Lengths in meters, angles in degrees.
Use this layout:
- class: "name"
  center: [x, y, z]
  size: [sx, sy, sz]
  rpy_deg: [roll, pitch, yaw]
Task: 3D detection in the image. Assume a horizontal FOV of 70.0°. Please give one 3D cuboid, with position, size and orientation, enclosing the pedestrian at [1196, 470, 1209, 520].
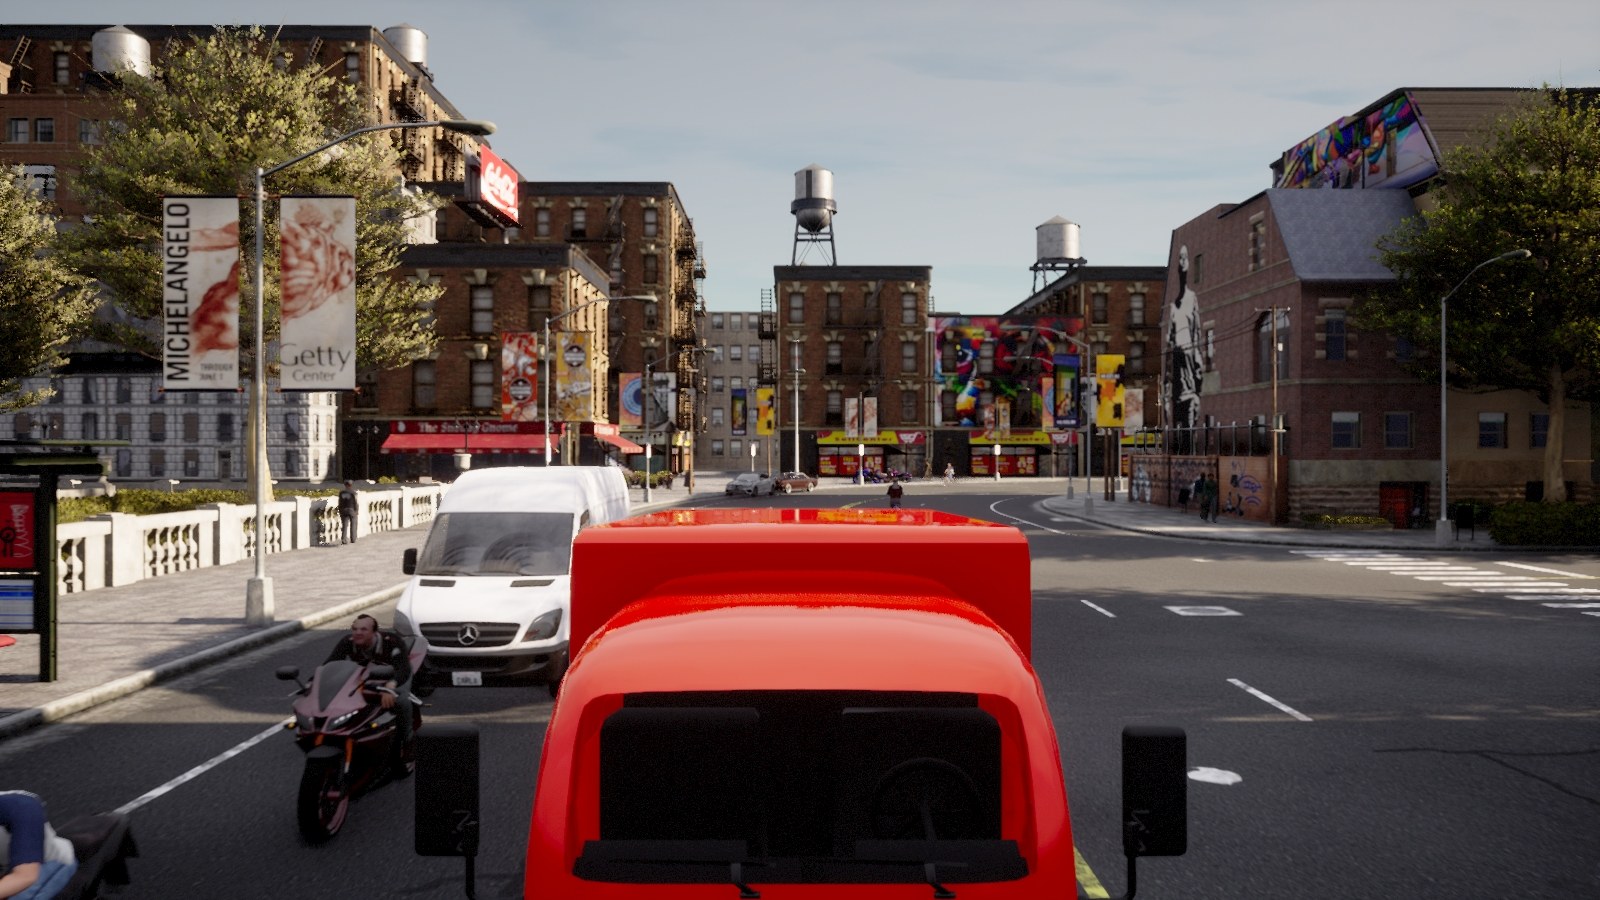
- class: "pedestrian"
  center: [15.045, 1.673, 42.727]
  size: [0.375, 1.860, 0.375]
  rpy_deg: [0, 0, -1]

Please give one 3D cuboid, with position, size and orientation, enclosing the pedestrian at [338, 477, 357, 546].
- class: "pedestrian"
  center: [-12.382, 1.679, 31.269]
  size: [0.375, 1.860, 0.375]
  rpy_deg: [0, 0, -3]

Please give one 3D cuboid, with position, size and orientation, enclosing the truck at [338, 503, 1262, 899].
- class: "truck"
  center: [-0.001, 1.579, 5.844]
  size: [2.627, 2.467, 5.204]
  rpy_deg: [0, -1, 0]

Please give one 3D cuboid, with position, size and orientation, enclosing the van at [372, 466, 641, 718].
- class: "van"
  center: [-3.490, 1.526, 14.919]
  size: [1.988, 2.561, 5.915]
  rpy_deg: [0, 0, 0]

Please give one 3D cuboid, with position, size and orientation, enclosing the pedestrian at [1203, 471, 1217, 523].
- class: "pedestrian"
  center: [14.652, 1.674, 40.814]
  size: [0.375, 1.860, 0.375]
  rpy_deg: [0, 0, -1]

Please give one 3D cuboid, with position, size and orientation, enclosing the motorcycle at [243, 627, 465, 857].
- class: "motorcycle"
  center: [-3.423, 2.199, 9.038]
  size: [0.867, 1.251, 2.209]
  rpy_deg: [0, 0, 1]
